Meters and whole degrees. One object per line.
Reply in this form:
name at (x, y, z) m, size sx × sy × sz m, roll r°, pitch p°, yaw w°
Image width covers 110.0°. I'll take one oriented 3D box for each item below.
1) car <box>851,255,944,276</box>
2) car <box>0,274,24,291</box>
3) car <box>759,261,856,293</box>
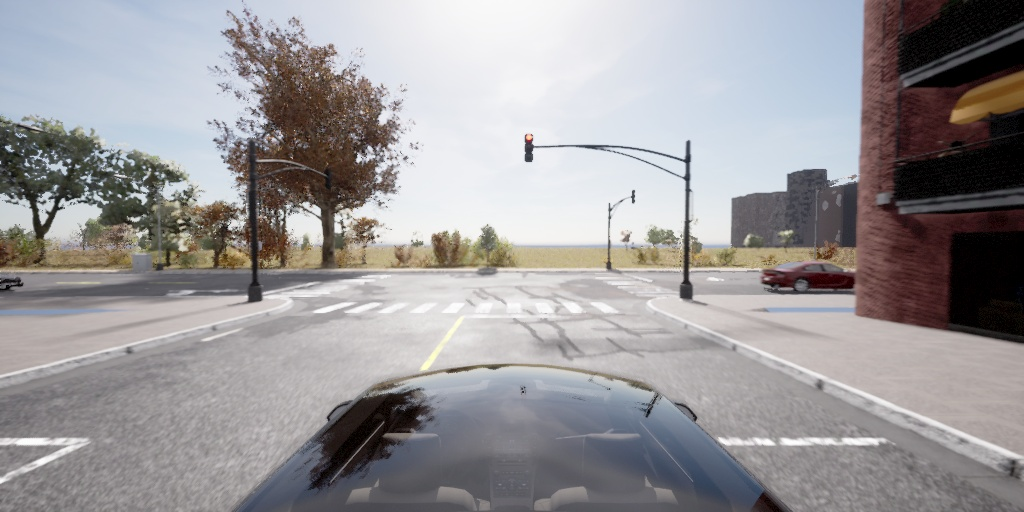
car at (29.822, 0.710, 27.877) m, size 4.902 × 1.511 × 2.128 m, roll 0°, pitch 2°, yaw 1°
car at (-27.924, 1.152, 17.682) m, size 5.357 × 1.411 × 2.033 m, roll 0°, pitch 2°, yaw -2°
car at (15.444, 1.010, 18.232) m, size 5.008 × 1.535 × 1.882 m, roll 0°, pitch 2°, yaw 1°
